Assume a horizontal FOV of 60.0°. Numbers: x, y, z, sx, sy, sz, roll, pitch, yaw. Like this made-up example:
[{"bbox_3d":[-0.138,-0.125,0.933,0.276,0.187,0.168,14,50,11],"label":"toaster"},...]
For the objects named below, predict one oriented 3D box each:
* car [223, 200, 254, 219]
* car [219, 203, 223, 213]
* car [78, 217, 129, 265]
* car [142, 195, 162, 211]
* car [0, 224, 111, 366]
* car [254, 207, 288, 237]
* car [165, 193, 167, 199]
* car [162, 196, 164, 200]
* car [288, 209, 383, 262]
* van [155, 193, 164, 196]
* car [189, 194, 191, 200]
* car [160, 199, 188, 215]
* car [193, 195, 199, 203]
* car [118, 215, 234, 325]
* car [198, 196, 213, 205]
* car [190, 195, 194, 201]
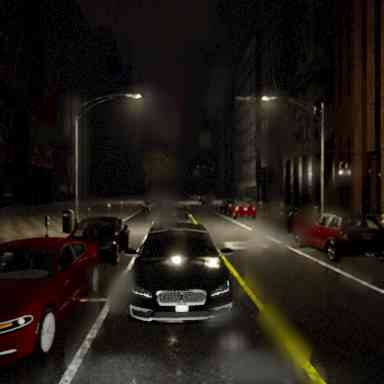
[{"bbox_3d":[4.269,1.440,29.153,1.967,1.590,4.097,0,0,-3],"label":"car"},{"bbox_3d":[3.930,1.567,34.820,1.947,1.339,4.313,0,0,-3],"label":"car"},{"bbox_3d":[-3.225,1.565,11.637,1.947,1.339,4.313,0,0,-3],"label":"car"},{"bbox_3d":[-4.918,1.443,39.973,1.967,1.590,4.097,0,0,-3],"label":"car"},{"bbox_3d":[-2.886,1.544,5.970,1.887,1.381,4.507,0,0,-3],"label":"car"},{"bbox_3d":[4.946,1.565,17.818,1.947,1.339,4.313,0,0,-3],"label":"car"},{"bbox_3d":[-6.272,1.323,62.644,2.192,1.841,5.009,0,0,-3],"label":"car"},{"bbox_3d":[-5.256,1.555,45.641,2.008,1.369,4.403,0,0,-3],"label":"car"},{"bbox_3d":[5.285,1.439,12.150,1.967,1.590,4.097,0,0,-3],"label":"car"},{"bbox_3d":[-5.595,1.347,51.309,1.690,1.788,3.998,0,0,-3],"label":"van"},{"bbox_3d":[0.873,1.541,85.998,1.752,1.417,4.829,0,0,-3],"label":"car"},{"bbox_3d":[-1.381,1.563,27.106,1.994,1.385,4.181,0,0,-3],"label":"car"},{"bbox_3d":[1.899,1.560,68.826,2.008,1.369,4.403,0,0,-3],"label":"car"},{"bbox_3d":[-0.307,1.504,7.439,1.837,1.490,4.892,0,0,-4],"label":"car"},{"bbox_3d":[2.576,1.588,57.491,1.802,1.307,4.206,0,0,-3],"label":"car"},{"bbox_3d":[1.222,1.595,80.161,1.802,1.307,4.206,0,0,-3],"label":"car"}]
